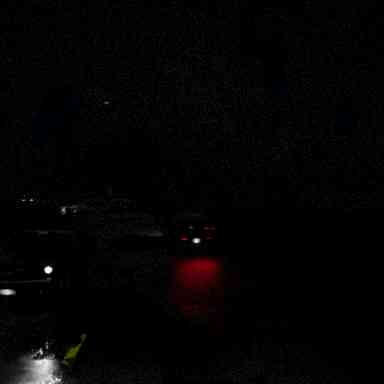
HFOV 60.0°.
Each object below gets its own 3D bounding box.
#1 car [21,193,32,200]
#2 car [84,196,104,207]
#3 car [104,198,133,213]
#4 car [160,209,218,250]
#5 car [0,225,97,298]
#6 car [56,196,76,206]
[{"bbox_3d":[-39.002,1.029,78.306,1.882,1.535,5.008,1,-1,-35],"label":"car"},{"bbox_3d":[-13.710,1.307,47.269,2.033,1.411,5.357,1,0,-35],"label":"car"},{"bbox_3d":[-7.780,1.344,35.830,1.882,1.535,5.008,1,0,-26],"label":"car"},{"bbox_3d":[-0.229,1.479,14.197,1.837,1.490,4.892,0,0,-10],"label":"car"},{"bbox_3d":[-3.749,1.586,8.496,1.895,1.301,4.718,0,0,-7],"label":"car"},{"bbox_3d":[-17.986,1.291,47.611,1.895,1.301,4.718,1,0,-33],"label":"car"}]
